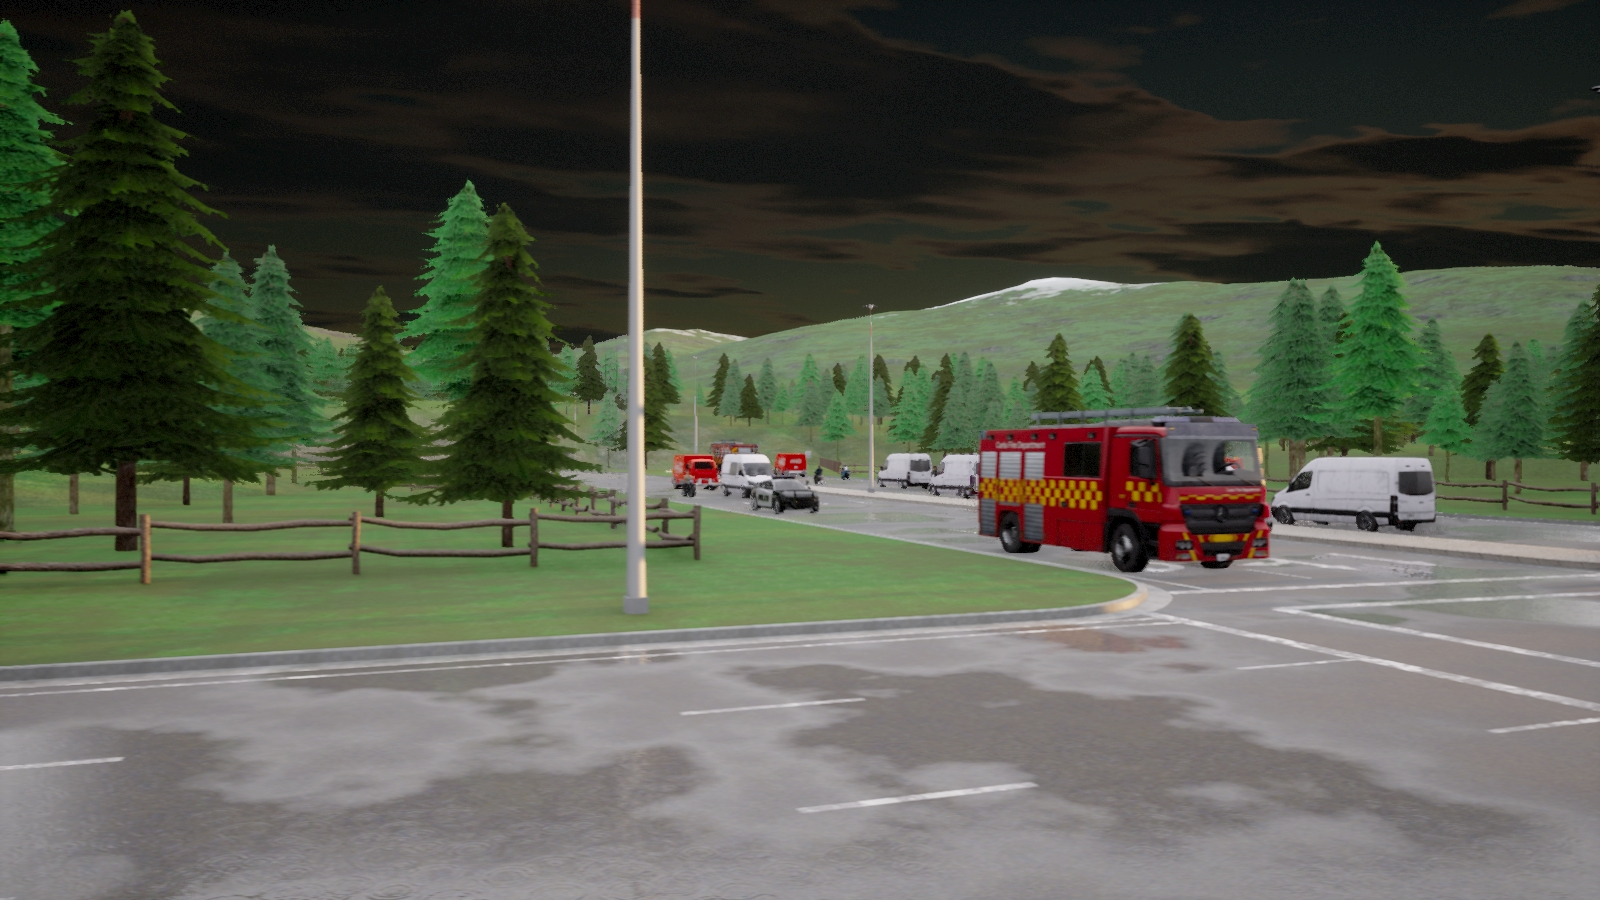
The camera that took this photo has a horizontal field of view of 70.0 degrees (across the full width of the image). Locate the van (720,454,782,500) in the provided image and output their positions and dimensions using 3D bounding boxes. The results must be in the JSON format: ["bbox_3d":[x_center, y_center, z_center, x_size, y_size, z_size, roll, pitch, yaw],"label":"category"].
[{"bbox_3d":[-2.946,1.534,67.328,1.988,2.561,5.915,0,0,-20],"label":"van"}]

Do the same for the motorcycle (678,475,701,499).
[{"bbox_3d":[-6.494,2.155,66.843,0.764,1.307,2.356,0,0,-20],"label":"motorcycle"}]

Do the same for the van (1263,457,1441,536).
[{"bbox_3d":[19.418,1.534,40.584,1.988,2.561,5.915,0,0,-21],"label":"van"}]

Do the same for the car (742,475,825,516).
[{"bbox_3d":[-0.820,1.982,51.268,2.097,1.638,5.238,0,0,-21],"label":"car"}]

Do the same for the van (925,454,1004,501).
[{"bbox_3d":[9.532,1.534,66.678,1.988,2.561,5.915,0,0,-20],"label":"van"}]

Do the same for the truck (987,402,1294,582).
[{"bbox_3d":[8.097,0.890,28.760,2.891,3.827,8.468,0,0,-20],"label":"truck"}]
